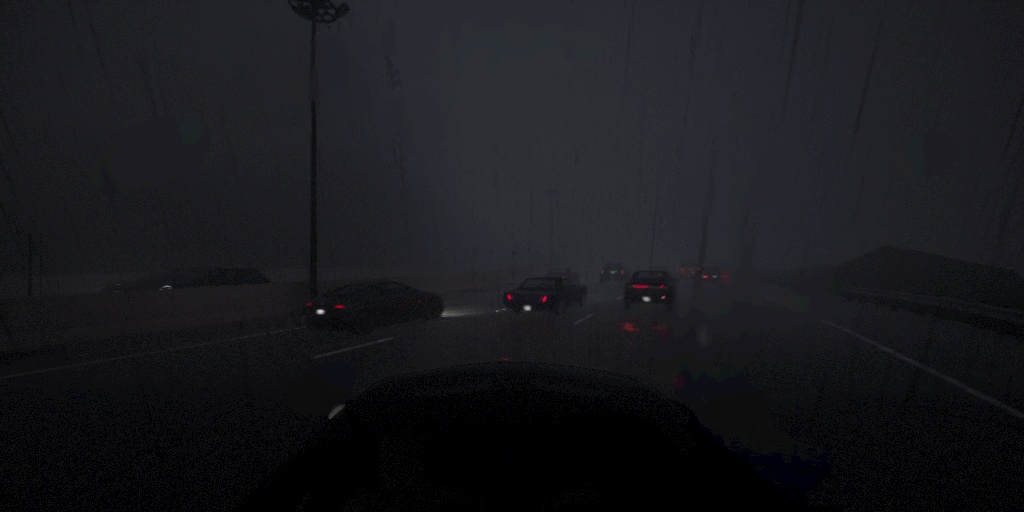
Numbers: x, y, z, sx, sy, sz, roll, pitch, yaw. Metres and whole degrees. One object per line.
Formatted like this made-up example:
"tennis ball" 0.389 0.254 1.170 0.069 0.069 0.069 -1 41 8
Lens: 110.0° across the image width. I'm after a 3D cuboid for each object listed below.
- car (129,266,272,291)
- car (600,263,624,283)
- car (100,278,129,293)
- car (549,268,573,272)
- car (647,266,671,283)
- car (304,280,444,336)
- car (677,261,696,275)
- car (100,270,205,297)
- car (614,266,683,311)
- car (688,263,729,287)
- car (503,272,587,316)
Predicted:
"car" -13.446 1.318 16.081 2.097 1.767 4.553 -1 -1 28
"car" 8.859 1.378 30.838 2.097 1.767 4.553 -1 -1 21
"car" -16.756 1.558 17.307 1.994 1.385 4.181 -1 -1 28
"car" 3.913 1.616 27.790 1.895 1.301 4.718 -1 -1 23
"car" 13.252 1.625 32.512 1.895 1.301 4.718 0 -1 20
"car" -4.010 1.434 11.069 1.994 1.385 4.181 -1 -1 28
"car" 19.110 1.420 39.039 2.097 1.767 4.553 0 -1 18
"car" -22.065 1.635 22.233 1.994 1.385 4.181 -1 -1 27
"car" 5.932 1.361 15.193 2.128 1.511 4.902 -1 -1 26
"car" 14.958 1.506 27.155 2.033 1.411 5.357 0 -1 20
"car" 1.520 1.478 14.090 1.895 1.301 4.718 -1 -1 27
